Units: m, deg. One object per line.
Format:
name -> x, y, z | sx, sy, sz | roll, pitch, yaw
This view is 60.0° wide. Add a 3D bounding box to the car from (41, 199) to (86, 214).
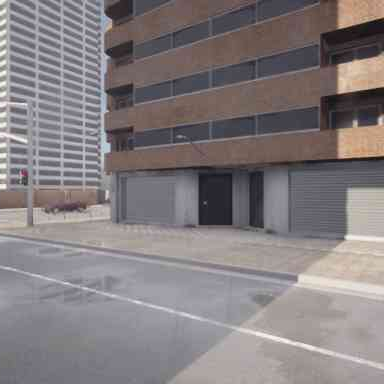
car -> -14.145, 1.511, 36.934 | 1.882, 1.535, 5.008 | 0, 0, 35
